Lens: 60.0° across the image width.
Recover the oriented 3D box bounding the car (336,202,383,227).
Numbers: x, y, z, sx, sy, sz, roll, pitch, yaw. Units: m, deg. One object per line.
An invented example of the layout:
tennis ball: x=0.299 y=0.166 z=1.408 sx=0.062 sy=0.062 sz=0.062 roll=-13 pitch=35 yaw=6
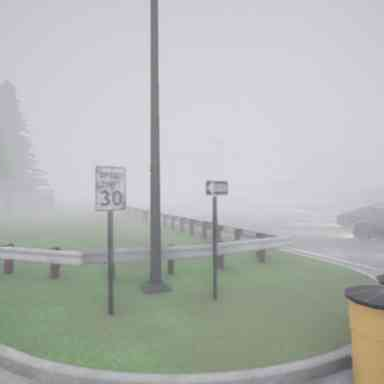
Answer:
car: x=10.691 y=1.492 z=19.685 sx=1.994 sy=1.385 sz=4.181 roll=0 pitch=0 yaw=-23

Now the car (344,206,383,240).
car: x=9.123 y=1.504 z=14.332 sx=1.994 sy=1.385 sz=4.181 roll=0 pitch=0 yaw=-23

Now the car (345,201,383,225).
car: x=13.144 y=1.439 z=22.903 sx=1.812 sy=1.442 sz=4.674 roll=0 pitch=0 yaw=-23

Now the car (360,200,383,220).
car: x=15.705 y=1.423 z=25.860 sx=1.812 sy=1.442 sz=4.674 roll=0 pitch=0 yaw=-23
